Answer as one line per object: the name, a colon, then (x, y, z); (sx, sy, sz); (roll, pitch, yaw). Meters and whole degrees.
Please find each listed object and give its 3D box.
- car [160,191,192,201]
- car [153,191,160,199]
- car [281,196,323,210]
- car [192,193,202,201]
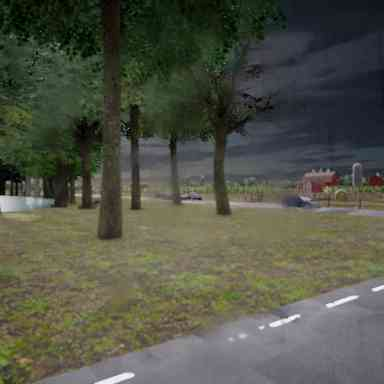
car: (-2.817, 0.828, 56.956); (2.033, 1.411, 5.357); (-1, 1, -35)
car: (-6.022, 0.612, 66.148); (2.128, 1.511, 4.902); (-1, 1, -36)
car: (11.929, 1.164, 36.409); (1.812, 1.442, 4.674); (-1, 2, -36)
car: (-0.107, 0.809, 58.049); (1.994, 1.385, 4.181); (-1, 1, -35)
